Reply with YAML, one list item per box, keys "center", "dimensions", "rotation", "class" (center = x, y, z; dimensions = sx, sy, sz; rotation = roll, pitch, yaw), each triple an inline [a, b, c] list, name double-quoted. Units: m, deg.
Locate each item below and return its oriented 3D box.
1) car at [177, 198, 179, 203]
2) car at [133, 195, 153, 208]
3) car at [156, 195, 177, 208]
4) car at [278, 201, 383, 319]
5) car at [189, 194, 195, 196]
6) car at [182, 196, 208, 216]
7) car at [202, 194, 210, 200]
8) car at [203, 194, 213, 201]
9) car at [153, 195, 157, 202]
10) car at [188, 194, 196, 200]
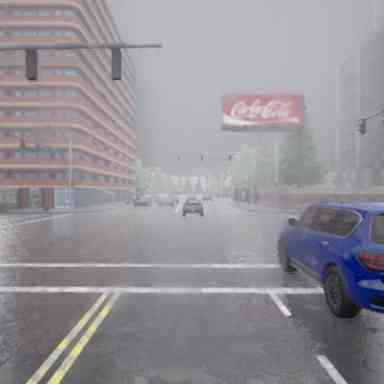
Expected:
- center: [-3.527, 1.420, 63.650]
  dimensions: [1.994, 1.385, 4.181]
  rotation: [0, 0, 1]
  class: "car"
- center: [-7.082, 1.371, 47.187]
  dimensions: [1.882, 1.535, 5.008]
  rotation: [0, 1, 0]
  class: "car"
- center: [-3.583, 1.419, 47.259]
  dimensions: [1.812, 1.442, 4.674]
  rotation: [0, 0, 0]
  class: "car"
- center: [3.589, 1.206, 7.453]
  dimensions: [2.150, 2.045, 5.566]
  rotation: [0, 0, 0]
  class: "car"
- center: [-0.007, 1.355, 73.796]
  dimensions: [2.128, 1.511, 4.902]
  rotation: [0, 0, 0]
  class: "car"
- center: [0.097, 1.419, 31.912]
  dimensions: [2.128, 1.511, 4.902]
  rotation: [0, 0, 0]
  class: "car"
- center: [3.492, 1.283, 83.469]
  dimensions: [1.812, 1.442, 4.674]
  rotation: [0, 0, 0]
  class: "car"
- center: [3.493, 1.183, 74.645]
  dimensions: [2.097, 1.767, 4.553]
  rotation: [0, 0, 0]
  class: "car"
- center: [-7.036, 1.350, 63.057]
  dimensions: [2.128, 1.511, 4.902]
  rotation: [0, 0, 1]
  class: "car"
- center: [-0.008, 1.298, 83.467]
  dimensions: [2.033, 1.411, 5.357]
  rotation: [0, 0, 0]
  class: "car"
